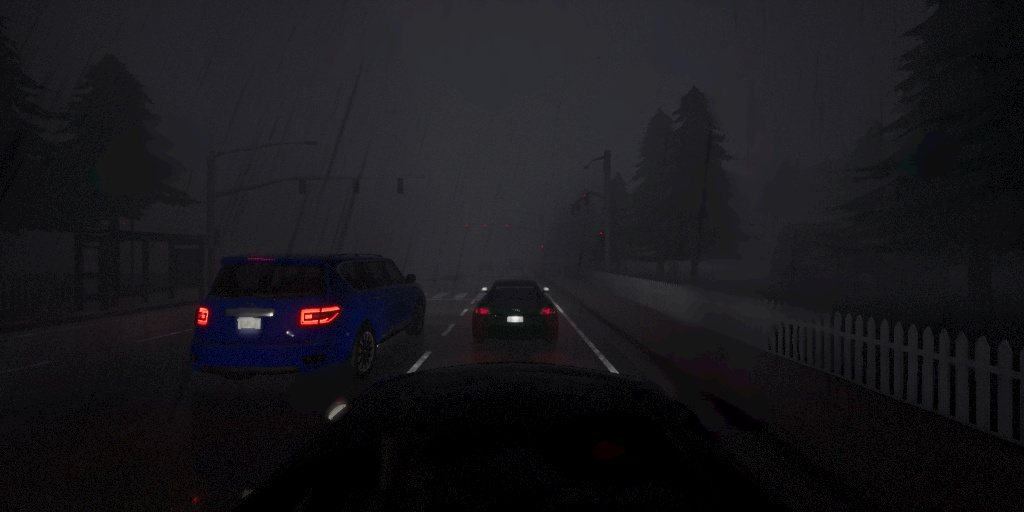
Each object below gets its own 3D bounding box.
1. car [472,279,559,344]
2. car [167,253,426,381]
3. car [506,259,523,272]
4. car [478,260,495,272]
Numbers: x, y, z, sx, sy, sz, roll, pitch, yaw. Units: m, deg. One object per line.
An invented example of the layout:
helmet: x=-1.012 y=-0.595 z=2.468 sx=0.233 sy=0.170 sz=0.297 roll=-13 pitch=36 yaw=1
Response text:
car: x=0.090 y=1.314 z=9.635 sx=1.994 sy=1.385 sz=4.181 roll=0 pitch=0 yaw=1
car: x=-3.403 y=0.972 z=7.356 sx=2.150 sy=2.045 sz=5.566 roll=0 pitch=0 yaw=0
car: x=0.285 y=1.102 z=45.624 sx=2.097 sy=1.767 sz=4.553 roll=0 pitch=0 yaw=0
car: x=-3.218 y=1.242 z=45.588 sx=2.128 sy=1.511 sz=4.902 roll=0 pitch=0 yaw=1
